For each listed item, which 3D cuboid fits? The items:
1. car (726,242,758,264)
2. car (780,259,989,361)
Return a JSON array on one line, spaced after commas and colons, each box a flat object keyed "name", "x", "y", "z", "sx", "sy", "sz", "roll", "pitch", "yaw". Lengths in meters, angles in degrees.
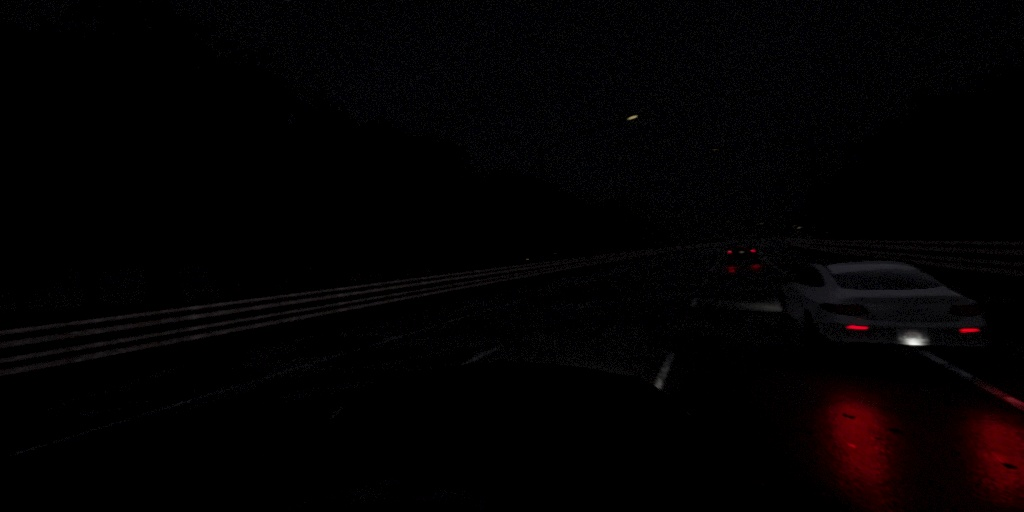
[{"name": "car", "x": 19.090, "y": -0.386, "z": 29.802, "sx": 2.097, "sy": 1.767, "sz": 4.553, "roll": -5, "pitch": 0, "yaw": 33}, {"name": "car", "x": 6.338, "y": 0.774, "z": 6.645, "sx": 1.812, "sy": 1.442, "sz": 4.674, "roll": -5, "pitch": 0, "yaw": 30}]
